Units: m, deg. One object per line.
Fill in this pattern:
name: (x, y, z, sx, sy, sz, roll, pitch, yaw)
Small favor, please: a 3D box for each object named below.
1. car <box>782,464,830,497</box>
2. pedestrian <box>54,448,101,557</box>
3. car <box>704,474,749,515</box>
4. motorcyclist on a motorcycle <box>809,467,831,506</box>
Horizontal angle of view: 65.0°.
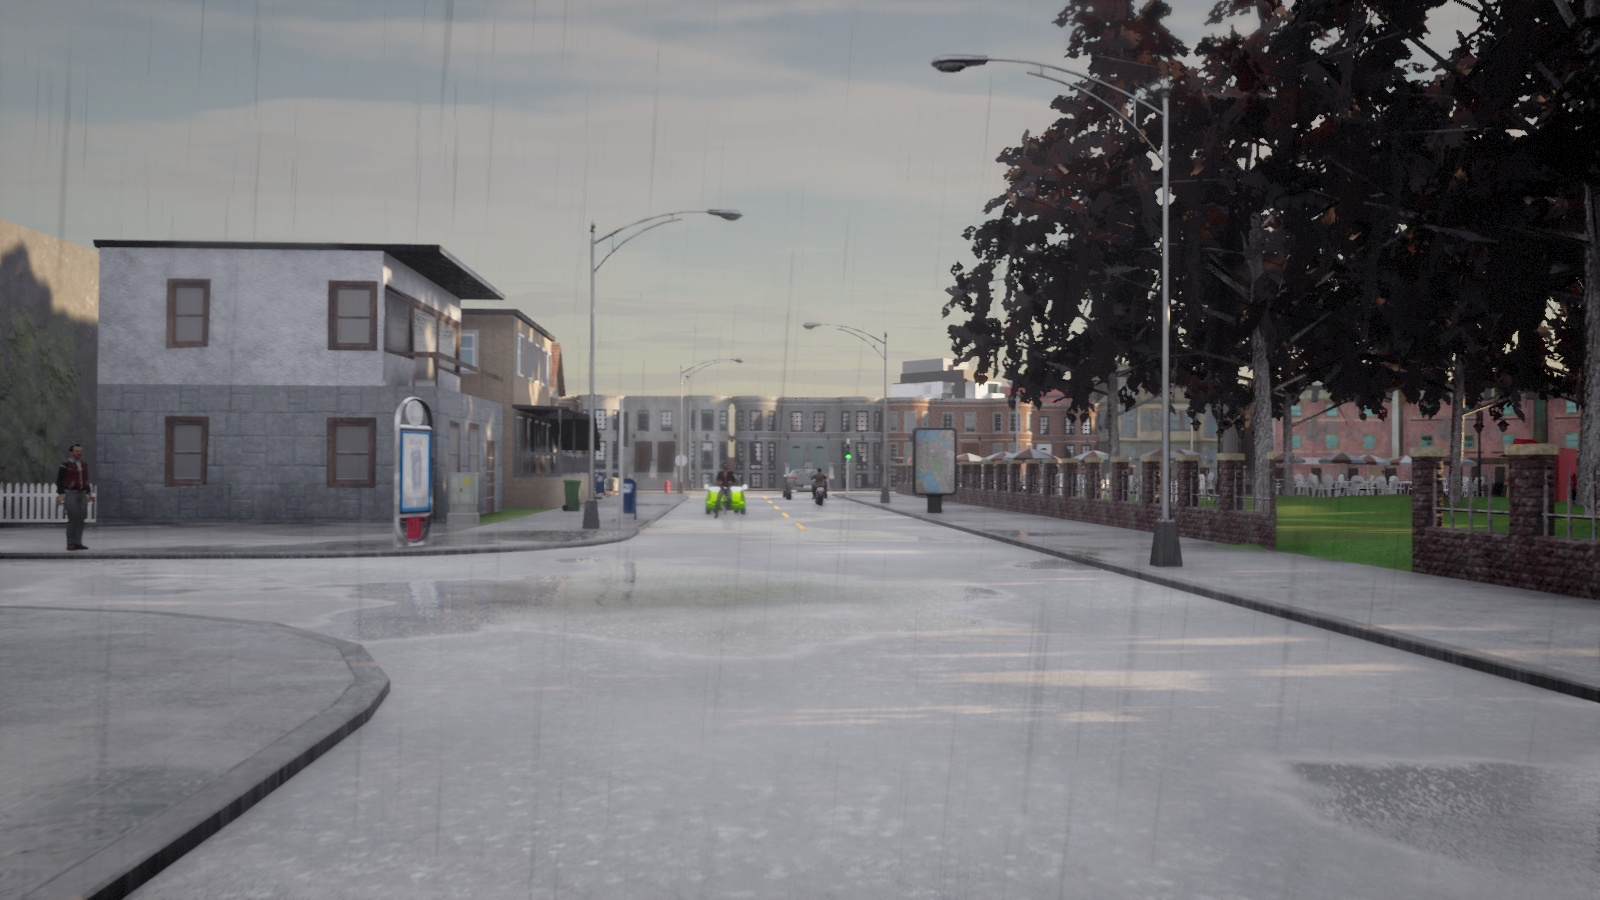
car: (0.264, 1.576, 65.484, 2.152, 1.651, 5.027, 0, -1, -4)
pedestrian: (-12.516, 0.897, 21.752, 0.720, 1.854, 0.376, -1, -1, 29)
car: (-2.537, 1.532, 43.459, 1.481, 1.376, 2.207, 0, -1, -3)
motorcyclist on a motorcycle: (0.852, 1.584, 54.733, 0.766, 1.649, 2.350, 0, -1, -3)
